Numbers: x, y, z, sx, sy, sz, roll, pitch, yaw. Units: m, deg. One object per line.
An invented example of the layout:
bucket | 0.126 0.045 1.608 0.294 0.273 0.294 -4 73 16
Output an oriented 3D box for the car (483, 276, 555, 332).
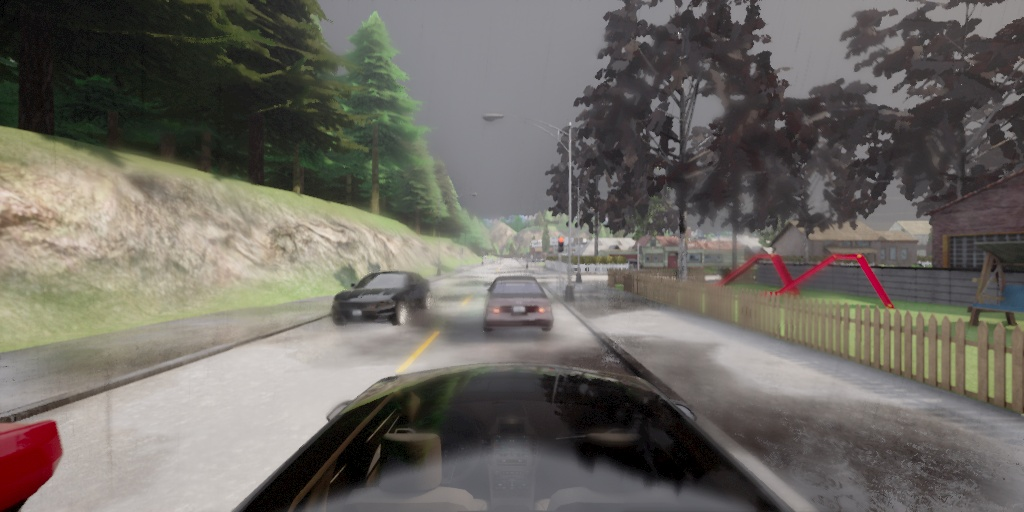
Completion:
car | 0.103 1.299 10.898 2.033 1.411 5.357 0 0 -2

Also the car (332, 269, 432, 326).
car | -4.037 1.229 11.883 1.882 1.535 5.008 0 0 0

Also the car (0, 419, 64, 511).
car | -4.095 1.351 0.235 1.895 1.301 4.718 0 0 0
